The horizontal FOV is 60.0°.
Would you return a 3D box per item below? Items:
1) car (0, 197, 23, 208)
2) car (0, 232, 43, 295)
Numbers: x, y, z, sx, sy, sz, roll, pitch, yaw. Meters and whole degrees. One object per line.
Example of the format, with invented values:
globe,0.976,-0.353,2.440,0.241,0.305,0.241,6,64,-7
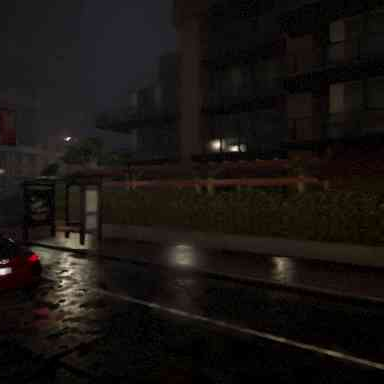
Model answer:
car,-25.515,1.425,46.766,1.837,1.490,4.892,0,0,35
car,-5.370,1.549,7.779,4.181,1.385,1.994,0,0,36
